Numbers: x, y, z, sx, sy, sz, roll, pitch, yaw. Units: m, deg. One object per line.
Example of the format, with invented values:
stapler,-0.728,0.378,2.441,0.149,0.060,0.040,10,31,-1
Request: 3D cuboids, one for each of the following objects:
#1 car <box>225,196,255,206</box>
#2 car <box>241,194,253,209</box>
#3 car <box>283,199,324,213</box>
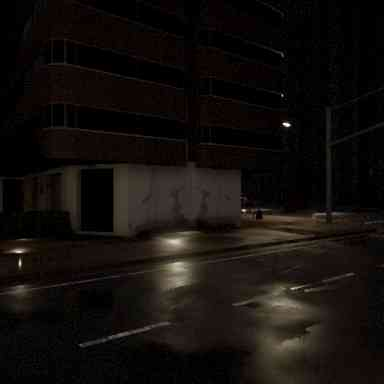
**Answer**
car,7.967,1.491,55.514,2.128,1.511,4.902,0,0,-36
car,6.104,1.477,45.844,1.882,1.535,5.008,0,0,-35
car,12.355,1.525,37.216,1.812,1.442,4.674,0,0,-36
